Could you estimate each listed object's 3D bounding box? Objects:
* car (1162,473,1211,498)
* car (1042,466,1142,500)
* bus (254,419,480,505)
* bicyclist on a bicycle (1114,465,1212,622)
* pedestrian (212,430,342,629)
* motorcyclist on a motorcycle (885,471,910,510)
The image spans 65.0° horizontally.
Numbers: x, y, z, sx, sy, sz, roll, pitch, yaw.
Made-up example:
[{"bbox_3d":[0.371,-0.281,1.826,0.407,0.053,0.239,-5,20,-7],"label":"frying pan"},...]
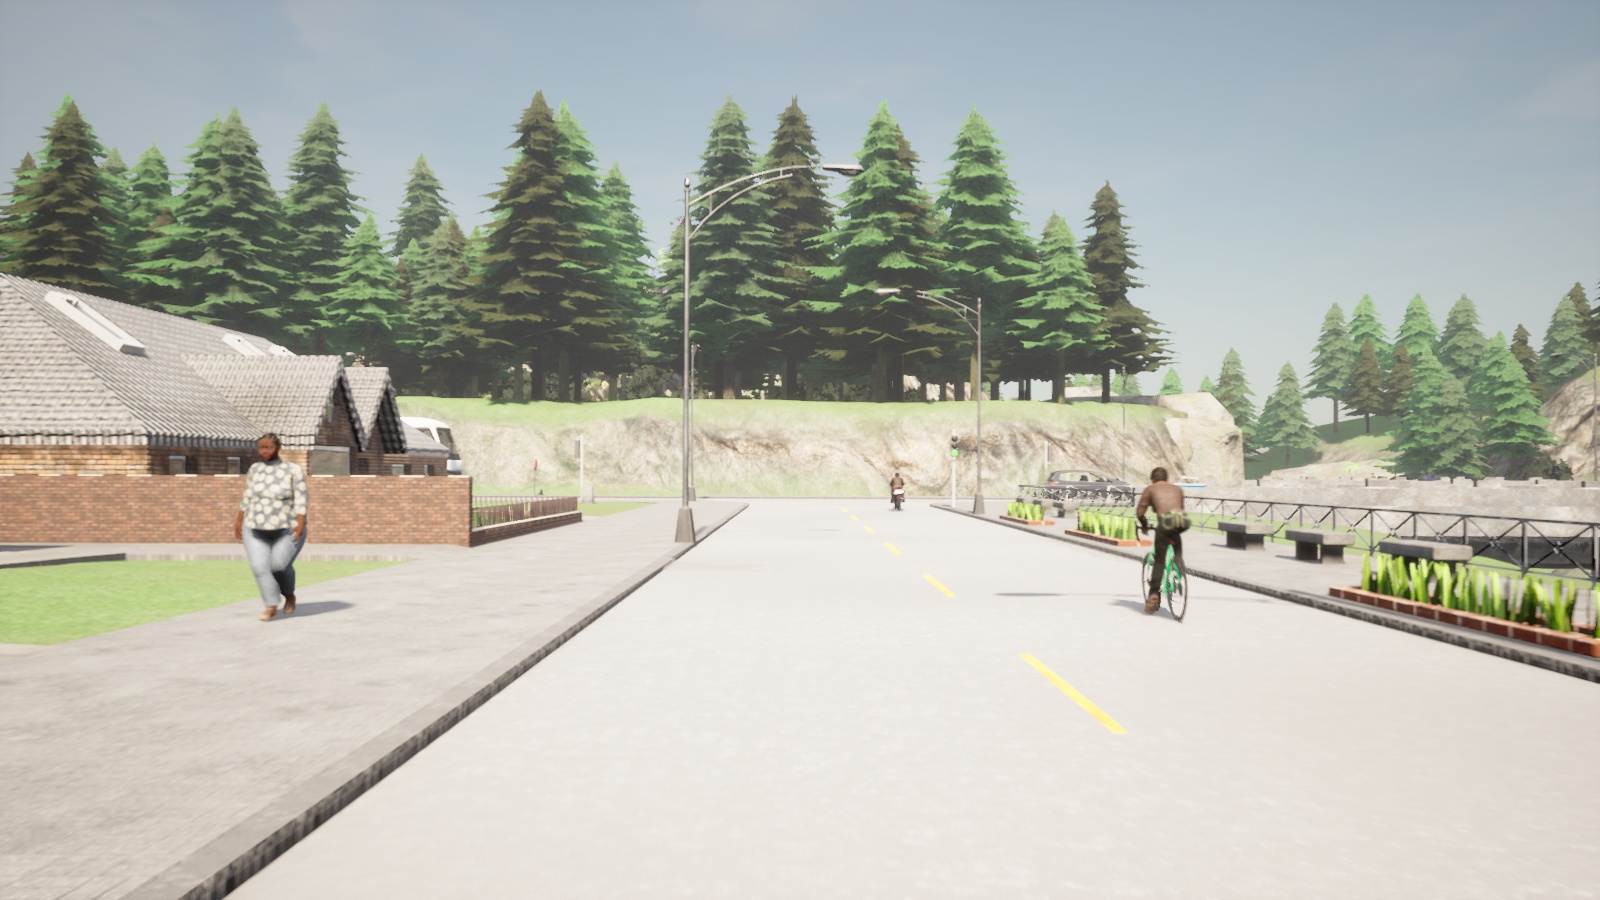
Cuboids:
[{"bbox_3d":[21.114,1.935,68.682,2.207,1.376,1.481,0,-1,0],"label":"car"},{"bbox_3d":[15.013,1.682,64.717,4.611,1.667,2.242,0,-1,-1],"label":"car"},{"bbox_3d":[-22.085,0.608,64.610,10.273,4.253,3.944,0,-1,0],"label":"bus"},{"bbox_3d":[3.968,0.983,13.832,0.582,1.620,1.656,0,-1,0],"label":"bicyclist on a bicycle"},{"bbox_3d":[-5.045,0.748,12.170,0.874,1.855,0.900,0,-1,0],"label":"pedestrian"},{"bbox_3d":[3.882,1.621,50.180,0.797,1.523,2.044,0,-1,0],"label":"motorcyclist on a motorcycle"}]
